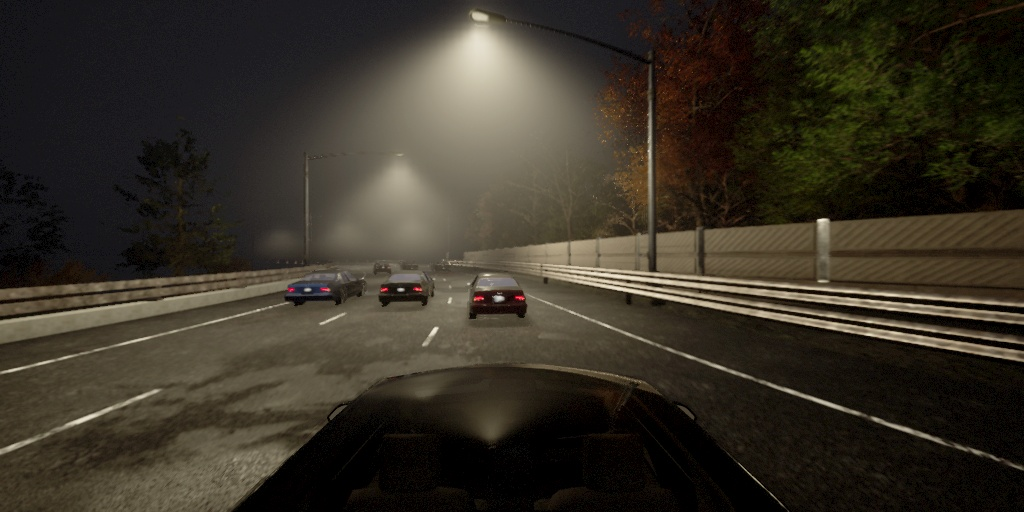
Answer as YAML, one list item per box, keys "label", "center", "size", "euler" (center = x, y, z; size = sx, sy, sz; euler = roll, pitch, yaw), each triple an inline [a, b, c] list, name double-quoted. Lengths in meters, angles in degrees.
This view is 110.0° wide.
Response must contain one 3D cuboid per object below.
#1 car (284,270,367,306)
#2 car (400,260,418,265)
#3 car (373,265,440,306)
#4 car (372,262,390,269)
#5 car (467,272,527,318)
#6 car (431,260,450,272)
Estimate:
- label: "car"
  center: [-8.064, 1.329, 16.027]
  size: [2.033, 1.411, 5.357]
  euler: [0, 0, -8]
- label: "car"
  center: [-13.197, 1.294, 45.927]
  size: [2.128, 1.511, 4.902]
  euler: [0, 0, -24]
- label: "car"
  center: [-4.516, 1.315, 15.951]
  size: [2.033, 1.411, 5.357]
  euler: [0, 0, -8]
- label: "car"
  center: [-15.439, 1.358, 42.541]
  size: [2.033, 1.411, 5.357]
  euler: [0, 0, -23]
- label: "car"
  center: [-0.641, 1.301, 13.044]
  size: [2.033, 1.411, 5.357]
  euler: [0, 0, -6]
- label: "car"
  center: [-9.106, 1.279, 45.446]
  size: [2.128, 1.511, 4.902]
  euler: [0, 0, -22]
